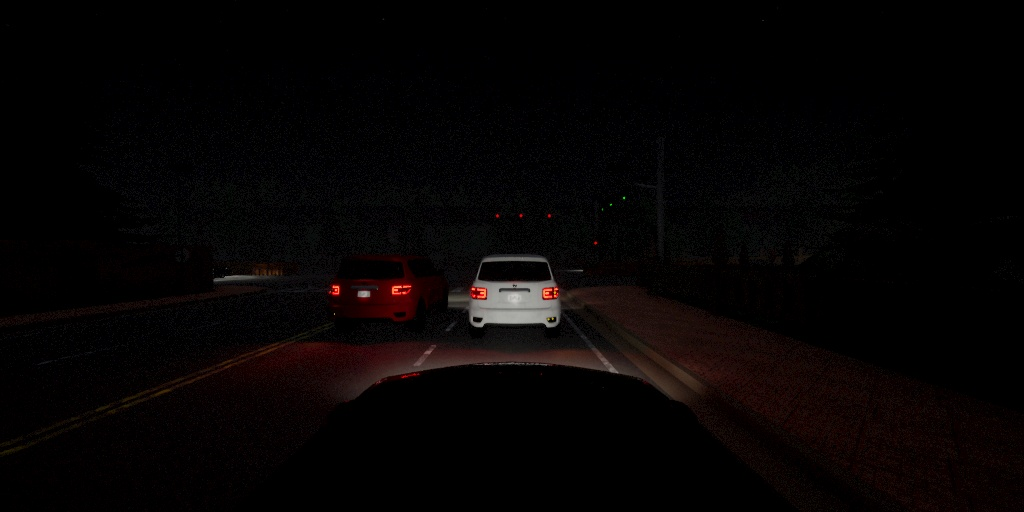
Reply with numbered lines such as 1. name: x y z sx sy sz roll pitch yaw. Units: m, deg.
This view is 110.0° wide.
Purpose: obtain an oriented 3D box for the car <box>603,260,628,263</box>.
1. car: 13.593 1.255 49.039 4.892 1.490 1.837 0 0 0

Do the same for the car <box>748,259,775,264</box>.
1. car: 33.207 1.221 48.938 4.892 1.490 1.837 -1 0 0

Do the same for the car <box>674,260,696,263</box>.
1. car: 23.361 1.297 48.978 5.357 1.411 2.033 0 0 0

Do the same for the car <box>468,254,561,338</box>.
1. car: 0.081 0.971 10.303 2.150 2.045 5.566 0 0 1

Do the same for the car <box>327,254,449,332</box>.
1. car: -3.419 0.971 10.985 2.150 2.045 5.566 0 0 0

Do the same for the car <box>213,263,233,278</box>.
1. car: -27.727 1.102 31.624 4.553 1.767 2.097 0 0 0
